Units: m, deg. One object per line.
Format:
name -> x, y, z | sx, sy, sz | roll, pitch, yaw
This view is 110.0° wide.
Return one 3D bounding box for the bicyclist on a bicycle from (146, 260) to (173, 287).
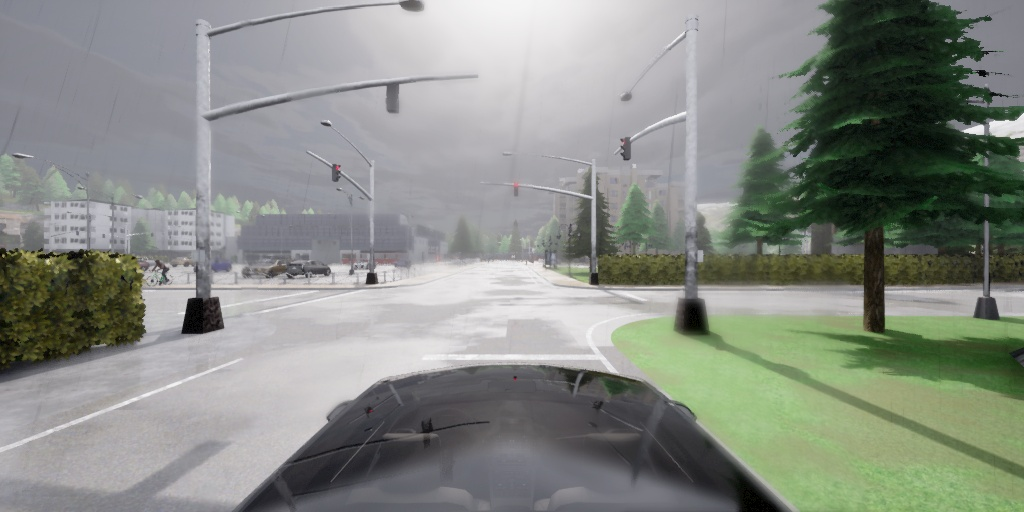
bicyclist on a bicycle -> -21.760, 1.051, 22.163 | 0.582, 1.620, 1.656 | 0, 0, 1
